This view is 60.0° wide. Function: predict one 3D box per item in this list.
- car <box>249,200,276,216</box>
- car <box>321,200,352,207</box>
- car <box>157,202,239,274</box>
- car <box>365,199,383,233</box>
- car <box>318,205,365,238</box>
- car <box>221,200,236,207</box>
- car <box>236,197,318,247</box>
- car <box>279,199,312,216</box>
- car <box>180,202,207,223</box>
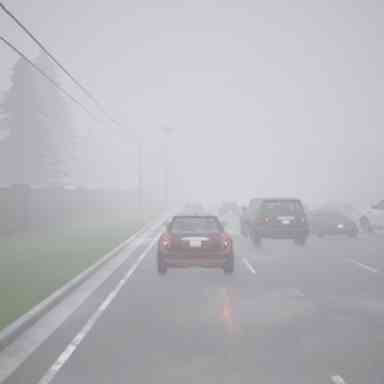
[{"bbox_3d":[7.110,1.587,34.040,1.812,1.442,4.674,0,0,0],"label":"car"},{"bbox_3d":[14.109,1.551,33.015,2.128,1.511,4.902,0,0,0],"label":"car"},{"bbox_3d":[0.097,1.372,10.821,2.097,1.767,4.553,0,0,0],"label":"car"},{"bbox_3d":[10.605,1.252,16.629,2.150,2.045,5.566,0,0,0],"label":"car"},{"bbox_3d":[7.105,1.596,17.908,1.994,1.385,4.181,0,0,0],"label":"car"},{"bbox_3d":[3.610,1.564,33.106,1.837,1.490,4.892,0,0,0],"label":"car"},{"bbox_3d":[3.605,1.249,15.431,2.150,2.045,5.566,0,0,0],"label":"car"},{"bbox_3d":[10.610,1.540,34.584,1.882,1.535,5.008,0,0,0],"label":"car"},{"bbox_3d":[0.107,1.597,27.670,2.033,1.411,5.357,0,0,0],"label":"car"}]
